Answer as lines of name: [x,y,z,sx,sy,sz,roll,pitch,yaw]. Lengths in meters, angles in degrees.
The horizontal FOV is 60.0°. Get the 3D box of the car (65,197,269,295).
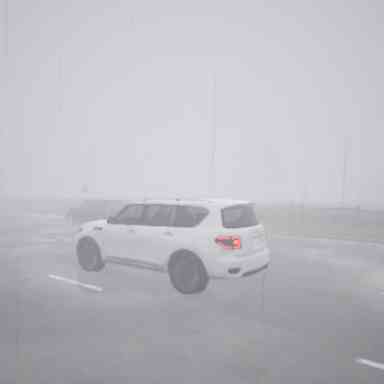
car: [-0.774,1.170,8.839,5.566,2.045,2.150,1,0,35]

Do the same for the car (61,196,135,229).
car: [-6.031,1.195,21.185,4.553,1.767,2.097,1,0,35]
